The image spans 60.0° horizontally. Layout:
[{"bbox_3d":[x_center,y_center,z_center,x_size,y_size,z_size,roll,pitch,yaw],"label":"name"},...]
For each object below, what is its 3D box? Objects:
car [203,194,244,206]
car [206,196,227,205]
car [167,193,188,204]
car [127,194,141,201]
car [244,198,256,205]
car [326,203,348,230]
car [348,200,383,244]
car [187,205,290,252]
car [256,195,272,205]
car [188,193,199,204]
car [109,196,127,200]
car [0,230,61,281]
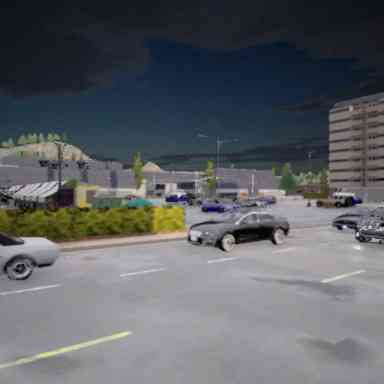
[{"bbox_3d":[3.882,1.245,42.010,1.932,1.855,4.605,0,0,-35],"label":"car"},{"bbox_3d":[4.444,1.502,60.930,1.970,1.475,3.806,0,0,-35],"label":"car"},{"bbox_3d":[-3.394,1.265,76.773,1.905,1.878,3.866,0,0,-35],"label":"car"},{"bbox_3d":[-9.324,1.236,51.134,1.932,1.855,4.605,0,0,-35],"label":"car"},{"bbox_3d":[6.048,1.459,43.595,1.784,1.438,3.905,0,0,-35],"label":"car"},{"bbox_3d":[10.719,1.575,20.139,5.357,1.411,2.033,0,0,-35],"label":"car"},{"bbox_3d":[9.297,1.372,14.823,4.553,1.767,2.097,0,0,-35],"label":"car"},{"bbox_3d":[2.072,1.504,14.050,4.902,1.511,2.128,0,0,-35],"label":"car"},{"bbox_3d":[8.416,1.494,45.260,1.970,1.475,3.806,0,0,-35],"label":"car"},{"bbox_3d":[-0.996,1.266,78.394,1.932,1.855,4.605,0,0,-35],"label":"car"},{"bbox_3d":[-11.730,1.443,49.520,1.784,1.438,3.905,0,0,-35],"label":"car"},{"bbox_3d":[-5.953,1.600,8.342,4.718,1.301,1.895,0,0,-35],"label":"car"}]
